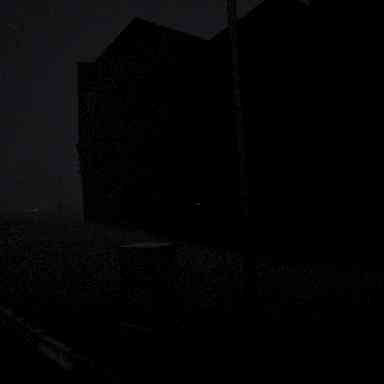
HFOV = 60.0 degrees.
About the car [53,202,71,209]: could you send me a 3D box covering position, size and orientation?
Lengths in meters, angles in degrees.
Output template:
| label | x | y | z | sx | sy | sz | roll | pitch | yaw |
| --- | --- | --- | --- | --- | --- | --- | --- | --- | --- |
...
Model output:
| label | x | y | z | sx | sy | sz | roll | pitch | yaw |
| --- | --- | --- | --- | --- | --- | --- | --- | --- | --- |
| car | -26.113 | 2.675 | 67.014 | 1.882 | 1.535 | 5.008 | -4 | -2 | 3 |
